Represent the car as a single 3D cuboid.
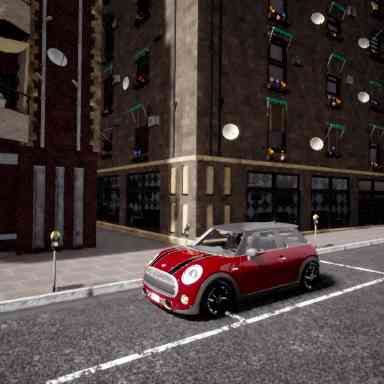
[{"bbox_3d":[0.944,1.442,7.358,4.097,1.590,1.967,0,1,-35],"label":"car"}]
